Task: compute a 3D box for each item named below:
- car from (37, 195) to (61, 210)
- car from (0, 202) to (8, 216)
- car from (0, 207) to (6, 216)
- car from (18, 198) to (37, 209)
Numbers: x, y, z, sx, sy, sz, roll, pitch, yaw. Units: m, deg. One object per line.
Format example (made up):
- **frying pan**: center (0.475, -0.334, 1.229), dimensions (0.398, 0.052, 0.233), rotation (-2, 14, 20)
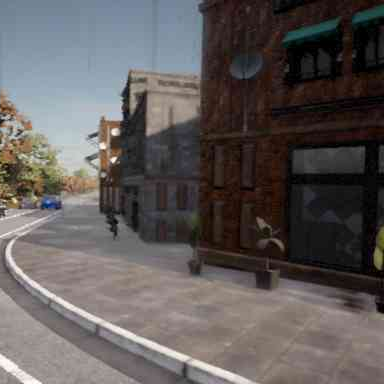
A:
- **car**: center (-20.269, 1.477, 47.982), dimensions (2.150, 2.045, 5.566), rotation (1, 0, -15)
- **car**: center (-19.594, 1.712, 32.775), dimensions (1.837, 1.490, 4.892), rotation (1, 0, -16)
- **car**: center (-11.756, 1.725, 17.472), dimensions (2.033, 1.411, 5.357), rotation (1, -1, -16)
- **car**: center (-23.740, 1.698, 48.278), dimensions (1.837, 1.490, 4.892), rotation (1, -1, -14)
